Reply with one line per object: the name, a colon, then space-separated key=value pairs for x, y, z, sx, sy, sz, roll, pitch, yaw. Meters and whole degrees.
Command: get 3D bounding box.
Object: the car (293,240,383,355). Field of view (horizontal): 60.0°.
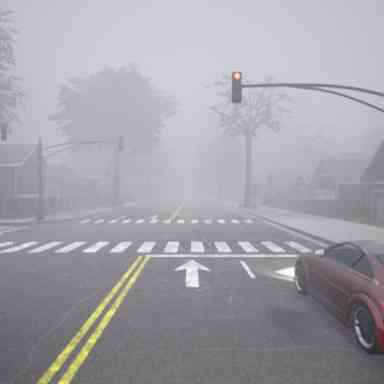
car: x=3.341 y=1.561 z=6.080 sx=1.994 sy=1.385 sz=4.181 roll=0 pitch=0 yaw=0
